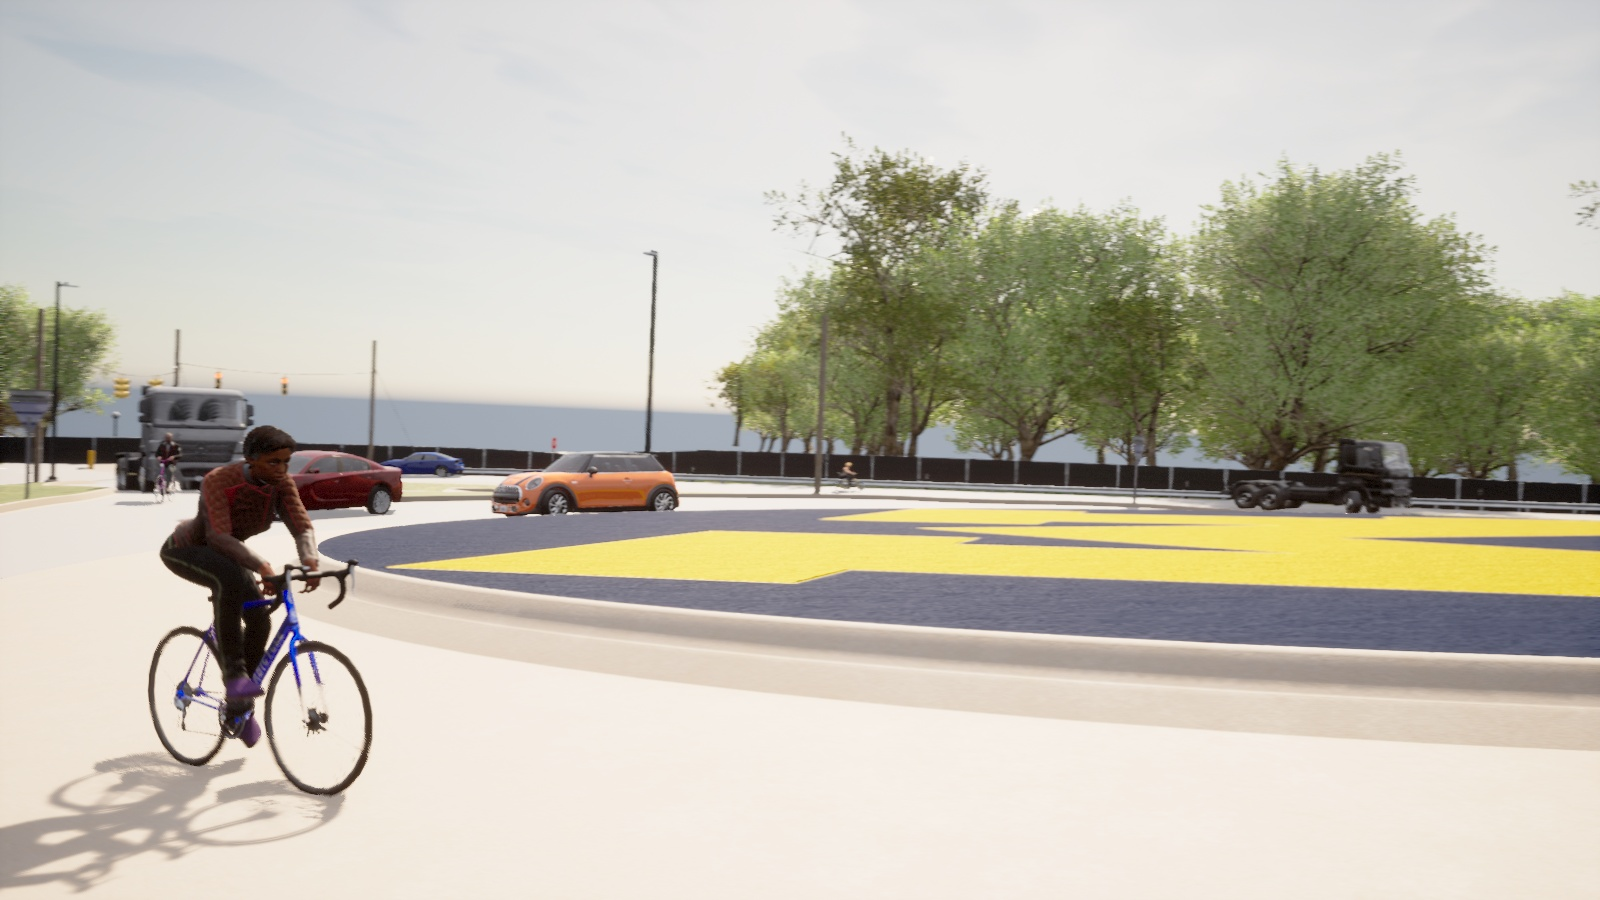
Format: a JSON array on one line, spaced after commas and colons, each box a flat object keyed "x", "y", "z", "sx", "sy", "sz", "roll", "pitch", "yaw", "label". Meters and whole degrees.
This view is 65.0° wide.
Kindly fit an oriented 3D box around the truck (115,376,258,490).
[{"x": -20.837, "y": -0.472, "z": 42.370, "sx": 2.891, "sy": 3.462, "sz": 7.936, "roll": 2, "pitch": -2, "yaw": -36, "label": "truck"}]

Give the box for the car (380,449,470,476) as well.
[{"x": -23.081, "y": 0.732, "z": 77.417, "sx": 5.008, "sy": 1.535, "sz": 1.882, "roll": 1, "pitch": 1, "yaw": -1, "label": "car"}]

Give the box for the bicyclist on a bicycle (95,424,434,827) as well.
[{"x": -2.467, "y": 0.697, "z": 5.723, "sx": 1.656, "sy": 1.620, "sz": 0.582, "roll": 1, "pitch": 1, "yaw": 32, "label": "bicyclist on a bicycle"}]

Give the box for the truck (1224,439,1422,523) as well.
[{"x": 24.165, "y": 1.337, "z": 58.363, "sx": 2.891, "sy": 3.462, "sz": 7.936, "roll": 1, "pitch": 1, "yaw": -44, "label": "truck"}]

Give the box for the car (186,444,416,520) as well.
[{"x": -11.578, "y": 0.689, "z": 29.539, "sx": 1.882, "sy": 1.535, "sz": 5.008, "roll": 3, "pitch": 1, "yaw": 26, "label": "car"}]

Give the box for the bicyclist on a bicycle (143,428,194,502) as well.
[{"x": -15.668, "y": 0.349, "z": 31.178, "sx": 0.659, "sy": 1.776, "sz": 1.843, "roll": 2, "pitch": 0, "yaw": -13, "label": "bicyclist on a bicycle"}]

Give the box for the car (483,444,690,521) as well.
[{"x": -5.181, "y": 0.793, "z": 30.823, "sx": 4.553, "sy": 1.767, "sz": 2.097, "roll": 2, "pitch": -2, "yaw": -41, "label": "car"}]
